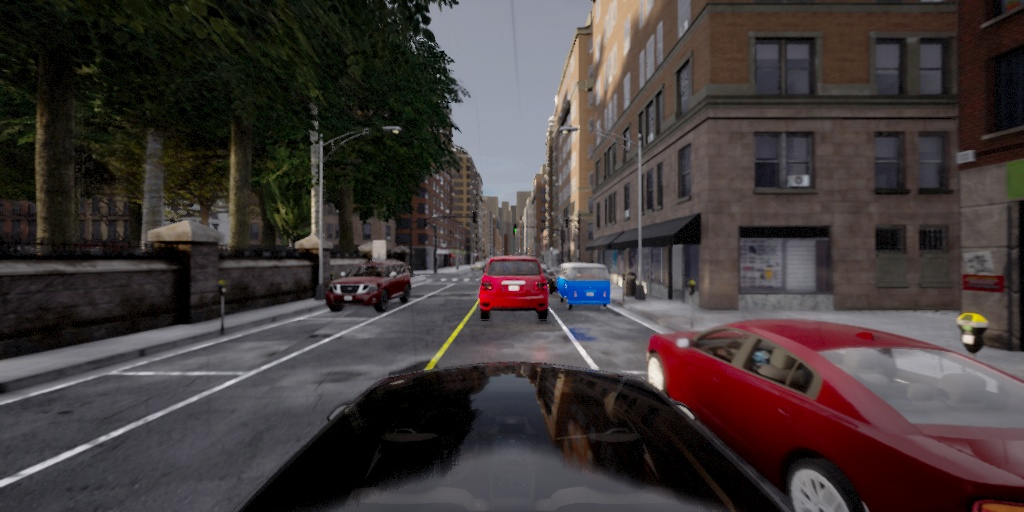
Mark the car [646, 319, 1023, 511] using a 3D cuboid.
[{"bbox_3d":[2.857,1.309,3.629,1.888,1.381,4.507,0,0,0],"label":"car"}]

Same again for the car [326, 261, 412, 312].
[{"bbox_3d":[-5.668,1.154,14.910,2.192,1.841,5.009,0,0,0],"label":"car"}]

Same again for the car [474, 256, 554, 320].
[{"bbox_3d":[0.091,1.047,13.012,2.150,2.045,5.566,0,-1,1],"label":"car"}]

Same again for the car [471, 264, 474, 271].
[{"bbox_3d":[-5.670,1.636,58.428,1.751,1.417,4.829,0,0,0],"label":"car"}]

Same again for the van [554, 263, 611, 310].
[{"bbox_3d":[2.857,1.181,14.950,1.690,1.789,3.998,0,0,0],"label":"van"}]
